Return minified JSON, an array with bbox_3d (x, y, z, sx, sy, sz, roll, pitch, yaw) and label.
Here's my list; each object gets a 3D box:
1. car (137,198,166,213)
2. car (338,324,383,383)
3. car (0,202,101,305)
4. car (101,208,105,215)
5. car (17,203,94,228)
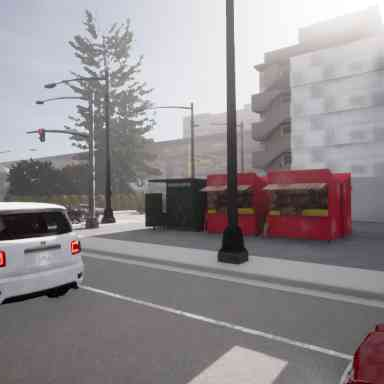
[{"bbox_3d":[-4.126,1.482,37.595,2.097,1.767,4.553,-1,-1,36],"label":"car"},{"bbox_3d":[3.267,1.601,1.653,4.718,1.301,1.895,0,0,35],"label":"car"},{"bbox_3d":[-4.748,1.234,7.336,5.566,2.045,2.150,0,0,36],"label":"car"},{"bbox_3d":[-10.087,1.732,29.381,1.895,1.301,4.718,-1,-1,36],"label":"car"},{"bbox_3d":[-9.625,1.586,23.870,1.837,1.490,4.892,-1,0,37],"label":"car"}]
